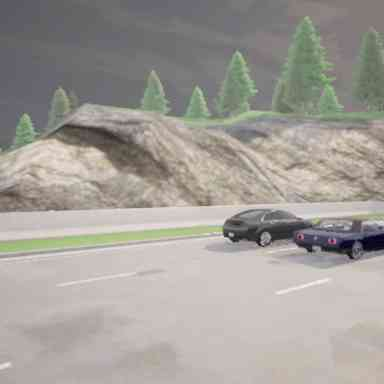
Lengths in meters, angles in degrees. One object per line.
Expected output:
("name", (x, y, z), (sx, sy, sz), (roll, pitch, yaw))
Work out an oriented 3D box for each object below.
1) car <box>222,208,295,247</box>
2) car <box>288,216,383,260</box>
("car", (3.574, 1.489, 14.920), (4.892, 1.490, 1.837), (0, 0, -35))
("car", (5.960, 1.584, 12.319), (4.718, 1.301, 1.895), (0, 0, -35))
